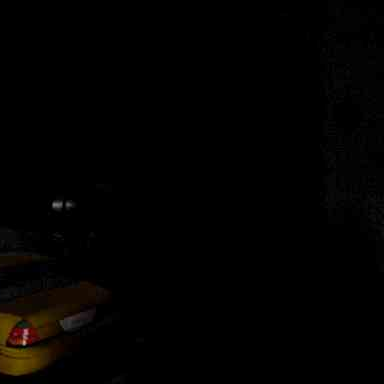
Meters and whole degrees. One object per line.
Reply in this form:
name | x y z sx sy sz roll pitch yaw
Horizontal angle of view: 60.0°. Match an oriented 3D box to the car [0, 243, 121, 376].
car | -3.266 1.526 5.403 4.829 1.417 1.752 0 1 36
